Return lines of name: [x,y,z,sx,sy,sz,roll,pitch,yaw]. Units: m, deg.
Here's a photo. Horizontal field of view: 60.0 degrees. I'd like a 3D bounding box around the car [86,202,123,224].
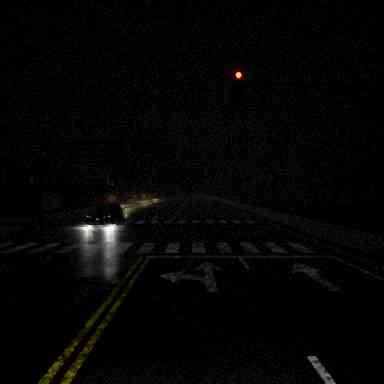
car: [-6.456,1.569,25.104,1.837,1.490,4.892,0,1,0]
